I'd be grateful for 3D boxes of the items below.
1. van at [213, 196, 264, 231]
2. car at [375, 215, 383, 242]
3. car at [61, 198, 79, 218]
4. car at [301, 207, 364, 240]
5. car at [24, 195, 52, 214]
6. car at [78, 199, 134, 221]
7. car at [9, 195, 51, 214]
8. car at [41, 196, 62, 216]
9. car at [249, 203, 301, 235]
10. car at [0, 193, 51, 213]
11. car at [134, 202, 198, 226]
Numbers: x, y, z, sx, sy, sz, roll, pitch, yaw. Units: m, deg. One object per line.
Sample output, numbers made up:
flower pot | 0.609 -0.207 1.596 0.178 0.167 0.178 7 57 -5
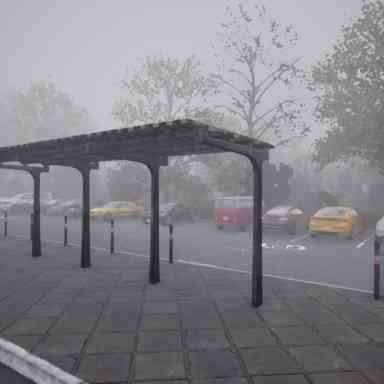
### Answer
van | 3.146 1.247 20.596 1.878 1.987 4.442 0 0 35
car | 9.867 1.556 15.681 2.002 1.452 4.674 0 0 35
car | -8.223 1.433 28.557 2.163 1.488 4.792 0 0 35
car | 7.603 1.501 17.284 2.097 1.535 5.008 0 0 35
car | -12.763 1.375 31.750 2.097 1.535 5.008 0 0 35
car | -6.084 1.414 26.776 1.946 1.575 5.366 0 0 35
car | -15.027 1.361 33.357 2.097 1.535 5.008 0 0 35
car | -10.499 1.390 30.145 2.231 1.521 4.892 0 0 35
car | 5.339 1.527 18.893 2.002 1.452 4.674 0 0 35
car | -17.309 1.096 34.935 2.435 2.045 5.566 0 0 35
car | -1.465 1.475 23.690 2.163 1.488 4.792 0 0 35
